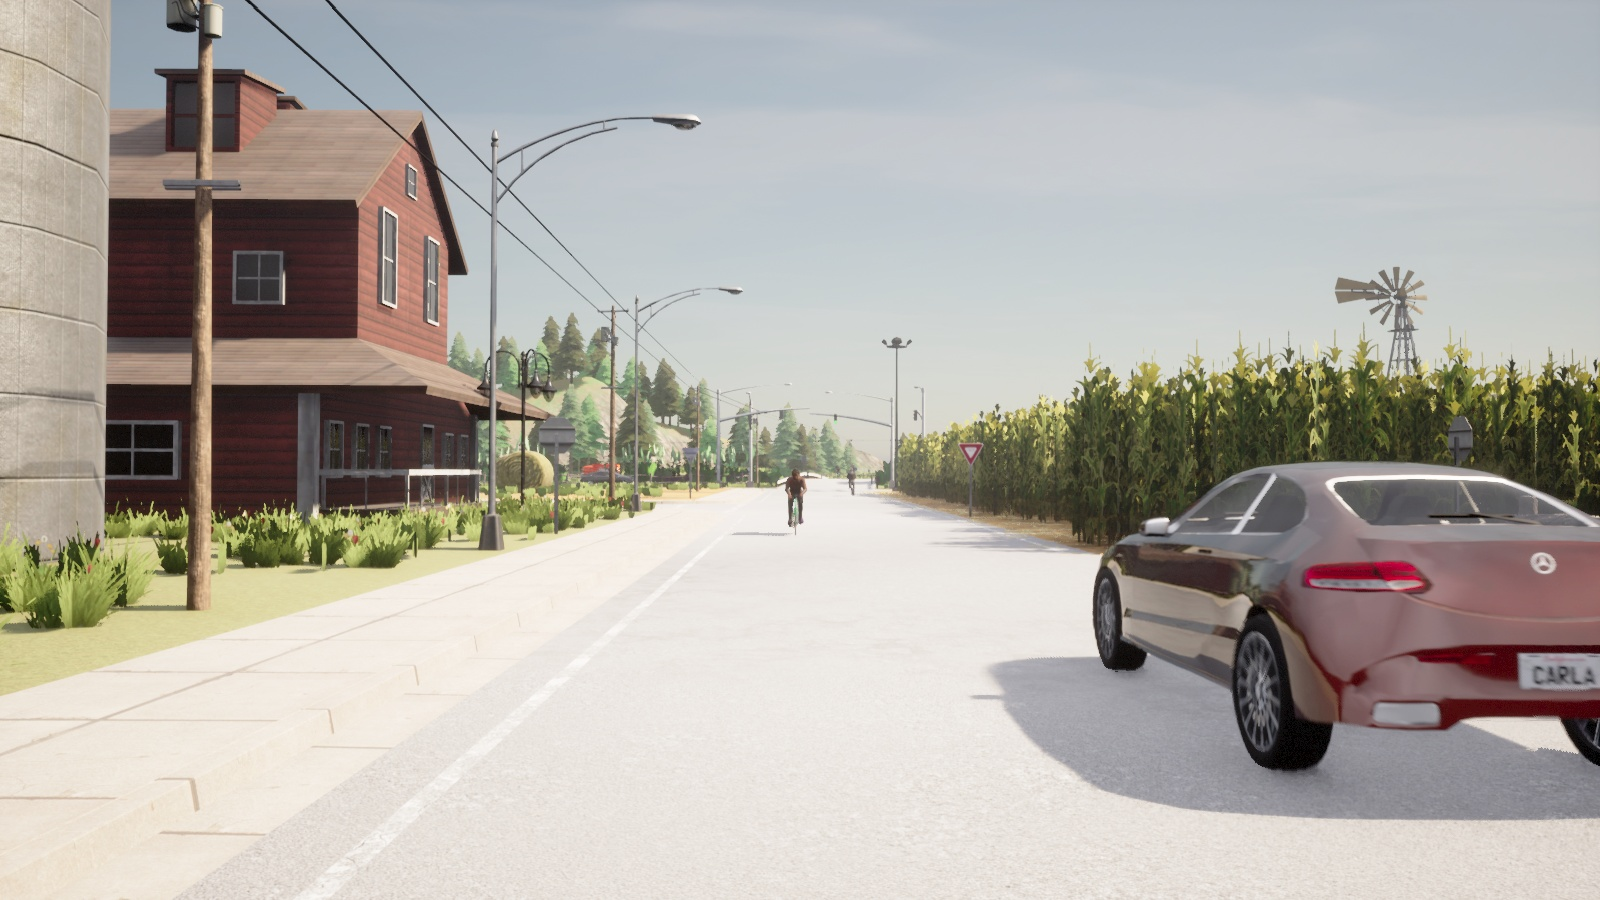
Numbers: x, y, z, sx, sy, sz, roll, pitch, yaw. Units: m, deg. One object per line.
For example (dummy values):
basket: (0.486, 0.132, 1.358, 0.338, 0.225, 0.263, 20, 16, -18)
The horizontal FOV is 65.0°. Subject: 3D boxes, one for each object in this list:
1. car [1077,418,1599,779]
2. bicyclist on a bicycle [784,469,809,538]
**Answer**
car: (3.472, 0.719, 8.281, 2.152, 1.651, 5.027, 0, -1, 0)
bicyclist on a bicycle: (-0.096, 1.280, 30.453, 0.582, 1.620, 1.656, 0, -1, 0)
